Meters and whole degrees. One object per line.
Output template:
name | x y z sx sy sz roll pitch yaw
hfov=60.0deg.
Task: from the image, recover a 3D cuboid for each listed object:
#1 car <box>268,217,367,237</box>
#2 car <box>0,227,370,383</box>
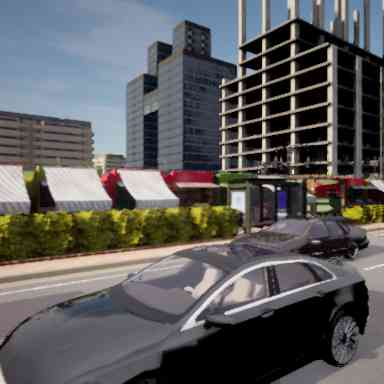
car | 3.677 1.534 10.851 5.357 1.411 2.033 0 0 -35
car | 0.311 1.489 4.192 4.902 1.511 2.128 0 0 -35
